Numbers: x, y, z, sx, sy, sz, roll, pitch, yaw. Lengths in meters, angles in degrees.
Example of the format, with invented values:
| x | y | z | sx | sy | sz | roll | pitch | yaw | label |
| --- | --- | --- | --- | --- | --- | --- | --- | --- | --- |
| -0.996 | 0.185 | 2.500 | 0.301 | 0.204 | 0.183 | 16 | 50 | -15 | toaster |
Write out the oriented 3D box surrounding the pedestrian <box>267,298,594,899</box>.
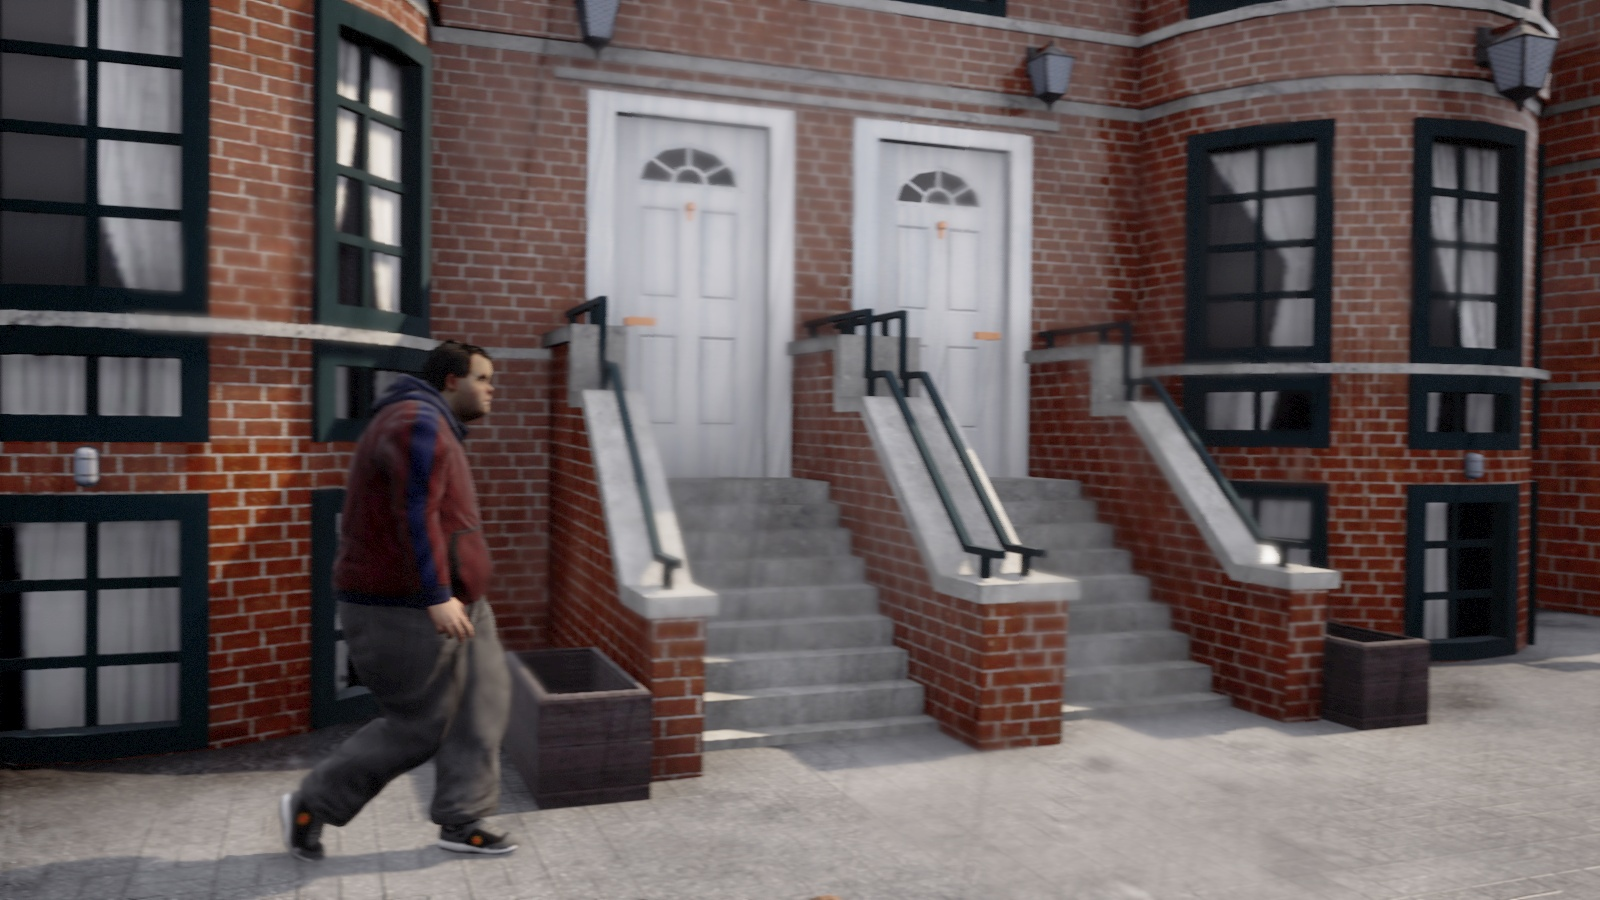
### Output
| x | y | z | sx | sy | sz | roll | pitch | yaw | label |
| --- | --- | --- | --- | --- | --- | --- | --- | --- | --- |
| -1.190 | 0.452 | 4.201 | 0.899 | 1.844 | 0.634 | -1 | 1 | -3 | pedestrian |
